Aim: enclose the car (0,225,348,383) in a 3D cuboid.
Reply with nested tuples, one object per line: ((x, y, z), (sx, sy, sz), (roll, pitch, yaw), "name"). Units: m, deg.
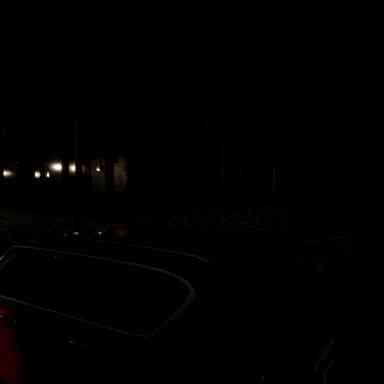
((-1.004, 1.315, 3.682), (5.009, 1.841, 2.192), (0, 0, 35), "car")
